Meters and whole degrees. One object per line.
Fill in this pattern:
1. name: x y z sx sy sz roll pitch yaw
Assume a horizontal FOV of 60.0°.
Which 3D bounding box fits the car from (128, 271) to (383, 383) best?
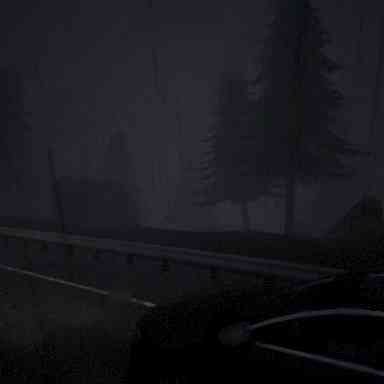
1. car: 1.562 1.489 2.840 4.902 1.511 2.128 0 0 35
